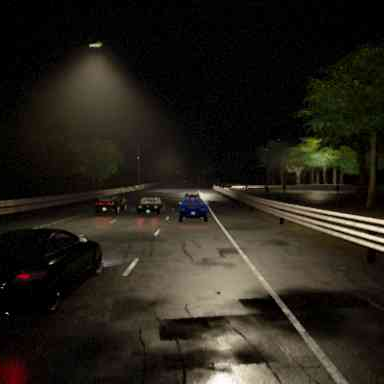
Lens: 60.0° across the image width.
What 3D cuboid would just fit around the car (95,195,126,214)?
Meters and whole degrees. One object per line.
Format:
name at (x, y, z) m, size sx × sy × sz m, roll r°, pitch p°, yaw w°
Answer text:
car at (-6.921, 1.026, 28.651) m, size 1.837 × 1.490 × 4.892 m, roll 0°, pitch 2°, yaw 0°

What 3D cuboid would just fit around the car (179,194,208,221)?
car at (0.082, 1.145, 23.593) m, size 1.882 × 1.535 × 5.008 m, roll 0°, pitch 1°, yaw 0°

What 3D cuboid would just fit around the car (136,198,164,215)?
car at (-3.422, 1.137, 28.154) m, size 1.895 × 1.301 × 4.718 m, roll 0°, pitch 2°, yaw 0°

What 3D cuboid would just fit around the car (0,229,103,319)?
car at (-3.406, 1.505, 7.371) m, size 1.994 × 1.385 × 4.181 m, roll 0°, pitch 0°, yaw 0°

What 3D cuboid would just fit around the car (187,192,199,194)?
car at (0.069, 0.642, 41.477) m, size 1.895 × 1.301 × 4.718 m, roll 0°, pitch 2°, yaw 0°
